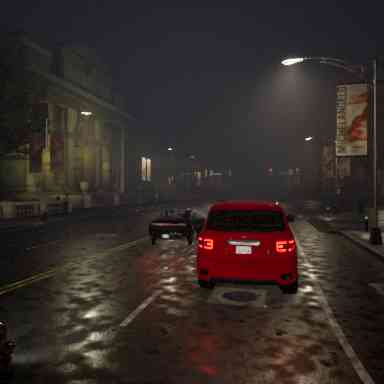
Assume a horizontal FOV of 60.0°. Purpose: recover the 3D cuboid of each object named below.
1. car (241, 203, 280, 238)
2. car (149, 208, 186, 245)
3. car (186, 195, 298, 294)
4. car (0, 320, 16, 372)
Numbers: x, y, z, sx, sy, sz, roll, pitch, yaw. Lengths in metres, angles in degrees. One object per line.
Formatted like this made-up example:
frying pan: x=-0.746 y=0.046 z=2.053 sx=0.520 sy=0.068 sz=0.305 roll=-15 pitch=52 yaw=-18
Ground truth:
car: x=3.962 y=1.478 z=18.744 sx=1.882 sy=1.535 sz=5.008 roll=0 pitch=0 yaw=14
car: x=-0.458 y=1.492 z=15.309 sx=2.128 sy=1.511 sz=4.902 roll=0 pitch=0 yaw=13
car: x=1.602 y=1.221 z=9.084 sx=2.150 sy=2.045 sz=5.566 roll=0 pitch=0 yaw=13
car: x=-3.147 y=1.548 z=1.462 sx=2.033 sy=1.411 sz=5.357 roll=0 pitch=0 yaw=4
